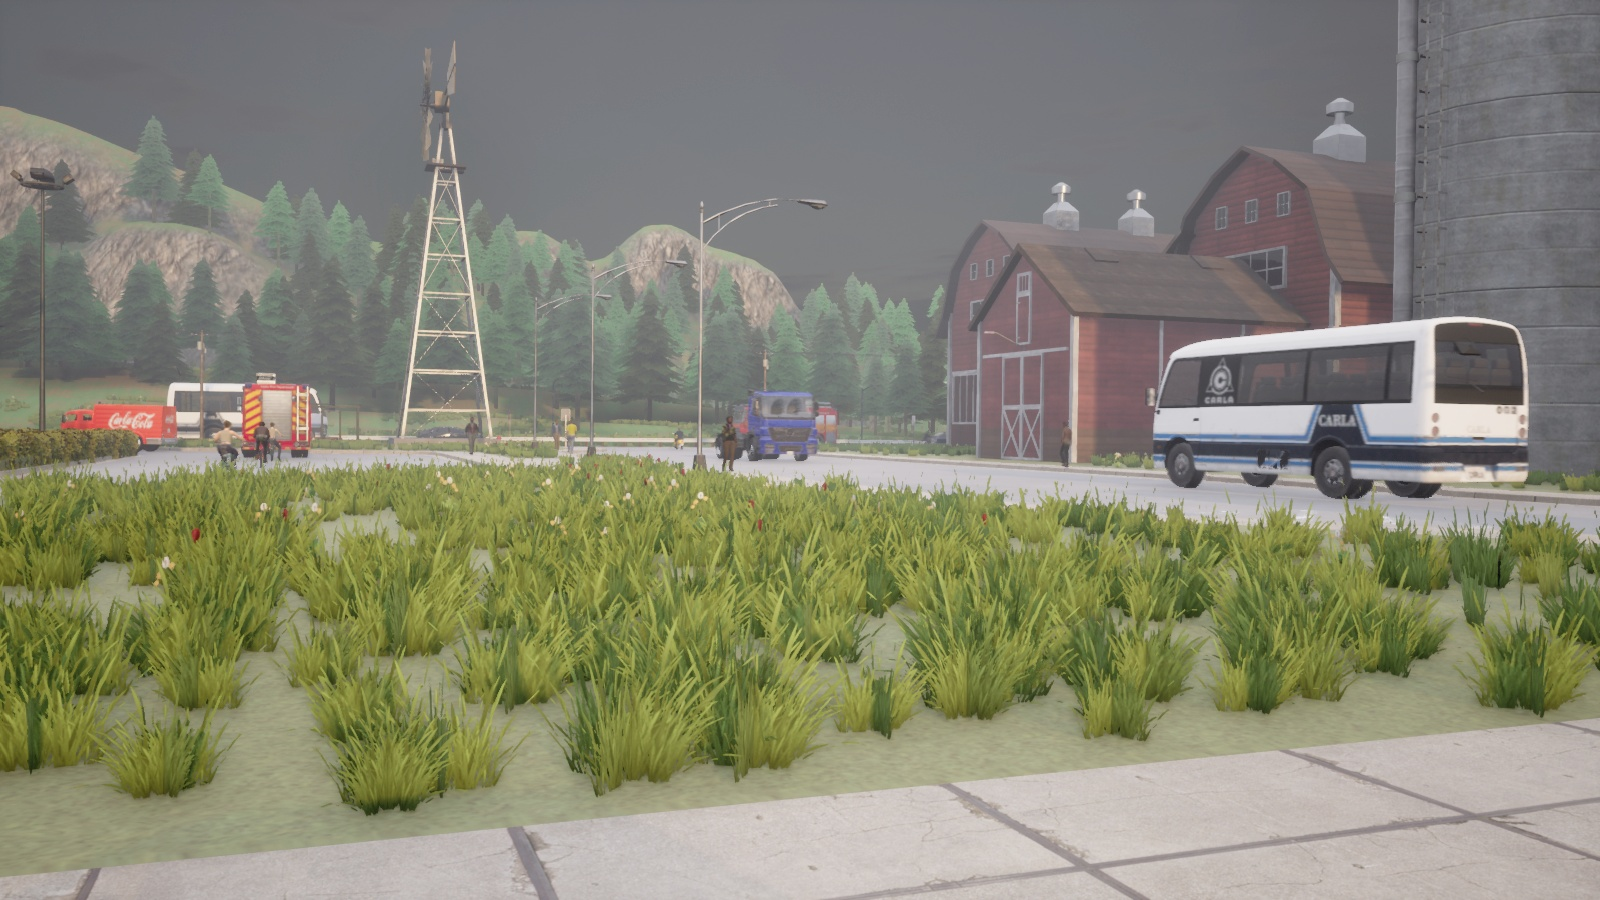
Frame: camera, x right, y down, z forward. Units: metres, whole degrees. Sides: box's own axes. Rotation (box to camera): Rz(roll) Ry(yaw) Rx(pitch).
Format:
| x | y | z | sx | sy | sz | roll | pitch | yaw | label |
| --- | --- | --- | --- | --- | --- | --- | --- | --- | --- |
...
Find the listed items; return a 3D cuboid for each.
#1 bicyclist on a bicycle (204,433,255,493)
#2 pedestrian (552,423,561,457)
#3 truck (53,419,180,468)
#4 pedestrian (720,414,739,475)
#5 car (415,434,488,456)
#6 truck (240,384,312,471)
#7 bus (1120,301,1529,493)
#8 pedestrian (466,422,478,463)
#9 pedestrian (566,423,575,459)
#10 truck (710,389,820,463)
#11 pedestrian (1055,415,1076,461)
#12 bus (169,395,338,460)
| x | y | z | sx | sy | sz | roll | pitch | yaw | label |
| --- | --- | --- | --- | --- | --- | --- | --- | --- | --- |
| -15.984 | 0.334 | 35.241 | 0.866 | 1.612 | 1.509 | -3 | 1 | -9 | bicyclist on a bicycle |
| -14.061 | -0.575 | 72.550 | 0.423 | 1.949 | 0.788 | -1 | 1 | -6 | pedestrian |
| -35.699 | -0.372 | 65.713 | 5.204 | 2.467 | 2.627 | -1 | 1 | -8 | truck |
| -2.255 | -0.175 | 40.101 | 0.395 | 1.930 | 0.692 | -1 | 1 | -22 | pedestrian |
| -25.126 | -0.398 | 90.509 | 4.892 | 1.490 | 1.837 | -1 | 1 | -20 | car |
| -25.144 | -1.072 | 60.022 | 2.891 | 3.827 | 8.468 | -1 | 1 | -24 | truck |
| 13.248 | -1.263 | 33.267 | 3.944 | 4.253 | 10.273 | -1 | 1 | -21 | bus |
| -15.681 | -0.354 | 60.030 | 0.402 | 1.930 | 0.666 | -1 | 1 | -24 | pedestrian |
| -11.862 | -0.474 | 64.884 | 0.354 | 1.836 | 0.706 | -1 | 1 | -17 | pedestrian |
| -1.882 | -1.178 | 62.368 | 2.891 | 3.462 | 7.936 | -1 | 1 | -21 | truck |
| 10.457 | -0.465 | 49.502 | 0.328 | 1.805 | 0.869 | -1 | 1 | -25 | pedestrian |
| -37.189 | -1.576 | 86.021 | 10.273 | 4.253 | 3.944 | -1 | 1 | -20 | bus |
